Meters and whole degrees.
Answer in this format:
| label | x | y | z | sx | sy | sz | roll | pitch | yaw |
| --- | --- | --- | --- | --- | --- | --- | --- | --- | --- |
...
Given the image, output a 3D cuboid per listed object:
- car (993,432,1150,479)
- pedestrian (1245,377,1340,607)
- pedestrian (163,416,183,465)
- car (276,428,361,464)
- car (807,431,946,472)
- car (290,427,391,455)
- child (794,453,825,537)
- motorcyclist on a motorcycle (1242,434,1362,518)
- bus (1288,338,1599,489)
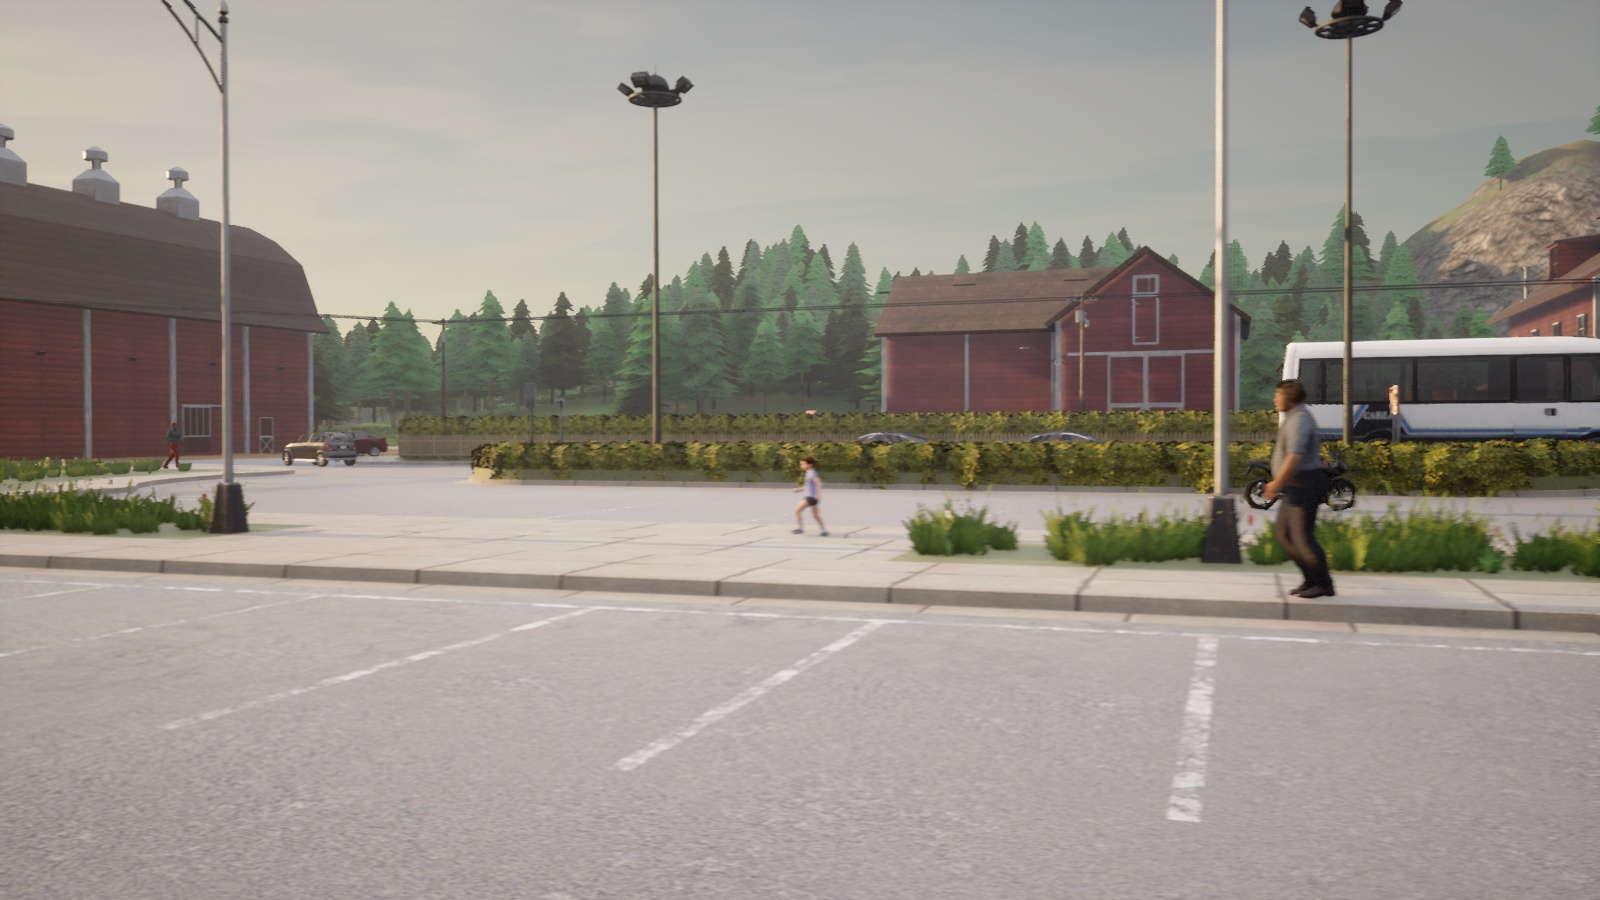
| label | x | y | z | sx | sy | sz | roll | pitch | yaw |
| --- | --- | --- | --- | --- | --- | --- | --- | --- | --- |
| car | 9.109 | 0.145 | 42.014 | 4.902 | 1.511 | 2.128 | 0 | 1 | 19 |
| pedestrian | 4.072 | 0.330 | 10.419 | 0.694 | 1.848 | 0.540 | 1 | 1 | 18 |
| pedestrian | -23.828 | -0.372 | 47.712 | 0.614 | 1.847 | 0.353 | 1 | 1 | 19 |
| car | -21.975 | -0.198 | 57.287 | 3.705 | 1.549 | 1.789 | 1 | 1 | 34 |
| car | 2.926 | 0.027 | 47.889 | 4.902 | 1.511 | 2.128 | 1 | 1 | 19 |
| car | -25.698 | -0.536 | 70.320 | 1.882 | 1.535 | 5.008 | 1 | 2 | 44 |
| child | 0.125 | 0.599 | 16.742 | 0.394 | 1.110 | 0.255 | 0 | 1 | 3 |
| motorcyclist on a motorcycle | 9.415 | 0.466 | 23.618 | 2.044 | 1.523 | 0.797 | 1 | 1 | 19 |
| bus | 20.374 | -1.083 | 38.048 | 10.273 | 4.253 | 3.944 | 1 | 1 | 19 |
